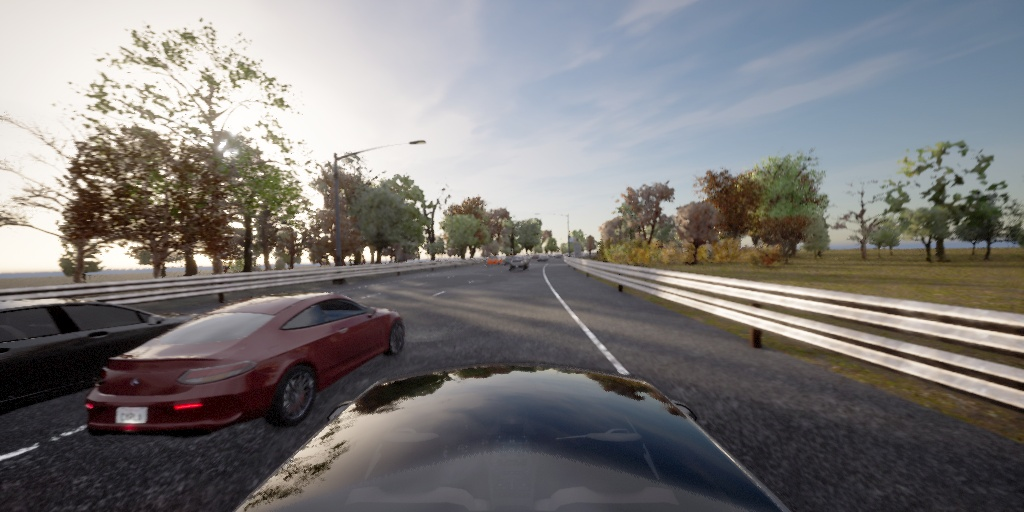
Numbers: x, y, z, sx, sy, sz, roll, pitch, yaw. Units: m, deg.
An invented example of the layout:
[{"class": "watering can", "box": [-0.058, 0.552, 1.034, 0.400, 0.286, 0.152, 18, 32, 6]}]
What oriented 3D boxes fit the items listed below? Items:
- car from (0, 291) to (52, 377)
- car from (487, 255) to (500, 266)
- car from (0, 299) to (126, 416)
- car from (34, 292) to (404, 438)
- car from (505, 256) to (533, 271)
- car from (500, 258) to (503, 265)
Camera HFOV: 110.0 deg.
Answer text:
[{"class": "car", "box": [-10.414, 1.502, 4.861, 1.837, 1.490, 4.892, -2, 0, 5]}, {"class": "car", "box": [-2.932, 0.770, 63.351, 2.097, 1.767, 4.553, -2, 0, 9]}, {"class": "car", "box": [-6.867, 1.386, 5.236, 1.837, 1.490, 4.892, -2, 0, 5]}, {"class": "car", "box": [-3.314, 1.289, 5.608, 1.812, 1.442, 4.674, -2, 0, 5]}, {"class": "car", "box": [0.897, 0.905, 42.104, 2.128, 1.511, 4.902, -2, 0, 8]}, {"class": "car", "box": [-0.001, 0.835, 59.576, 2.128, 1.511, 4.902, -2, 0, 9]}]
